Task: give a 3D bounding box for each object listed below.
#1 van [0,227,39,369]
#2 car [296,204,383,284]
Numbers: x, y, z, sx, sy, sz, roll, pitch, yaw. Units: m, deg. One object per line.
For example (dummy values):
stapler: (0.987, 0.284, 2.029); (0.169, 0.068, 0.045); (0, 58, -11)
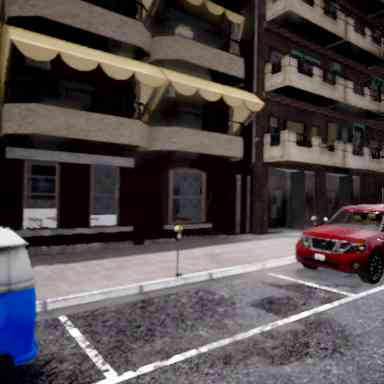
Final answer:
van: (-3.727, 1.341, 3.411); (3.998, 1.788, 1.690); (0, 1, -35)
car: (5.276, 1.322, 9.837); (5.009, 1.841, 2.192); (0, 1, -35)
